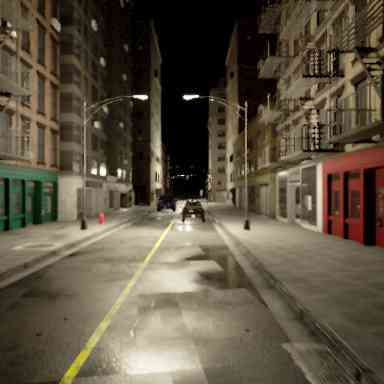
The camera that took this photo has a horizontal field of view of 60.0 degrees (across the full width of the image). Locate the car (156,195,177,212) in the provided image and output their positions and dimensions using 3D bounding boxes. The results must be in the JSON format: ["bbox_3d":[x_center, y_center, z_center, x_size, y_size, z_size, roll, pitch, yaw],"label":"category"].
[{"bbox_3d":[-3.077,1.380,41.132,2.150,2.045,5.566,0,0,0],"label":"car"}]

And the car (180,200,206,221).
[{"bbox_3d":[0.104,1.606,28.053,1.837,1.490,4.892,0,0,0],"label":"car"}]

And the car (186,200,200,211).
[{"bbox_3d":[0.107,1.778,45.815,1.895,1.301,4.718,0,0,0],"label":"car"}]
